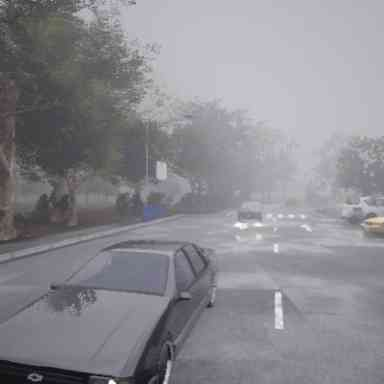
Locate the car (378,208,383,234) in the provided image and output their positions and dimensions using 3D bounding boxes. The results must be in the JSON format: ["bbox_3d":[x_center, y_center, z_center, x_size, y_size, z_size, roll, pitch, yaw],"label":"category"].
[{"bbox_3d":[11.460,1.648,15.115,4.674,1.452,2.002,1,0,-6],"label":"car"}]

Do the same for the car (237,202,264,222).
[{"bbox_3d":[4.952,1.555,27.809,1.882,1.535,5.008,1,0,14],"label":"car"}]

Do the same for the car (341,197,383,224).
[{"bbox_3d":[13.654,1.389,23.880,5.566,2.045,2.435,1,0,-6],"label":"car"}]

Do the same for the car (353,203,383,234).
[{"bbox_3d":[11.995,1.612,18.013,5.366,1.575,1.946,1,0,-6],"label":"car"}]

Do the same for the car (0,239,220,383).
[{"bbox_3d":[-0.753,1.543,5.419,2.033,1.411,5.357,1,0,14],"label":"car"}]
